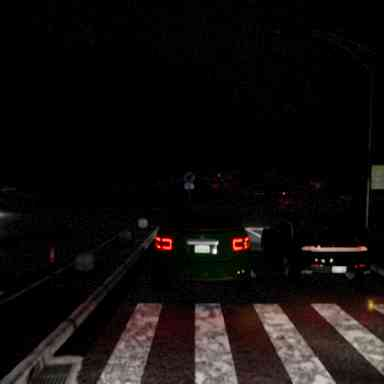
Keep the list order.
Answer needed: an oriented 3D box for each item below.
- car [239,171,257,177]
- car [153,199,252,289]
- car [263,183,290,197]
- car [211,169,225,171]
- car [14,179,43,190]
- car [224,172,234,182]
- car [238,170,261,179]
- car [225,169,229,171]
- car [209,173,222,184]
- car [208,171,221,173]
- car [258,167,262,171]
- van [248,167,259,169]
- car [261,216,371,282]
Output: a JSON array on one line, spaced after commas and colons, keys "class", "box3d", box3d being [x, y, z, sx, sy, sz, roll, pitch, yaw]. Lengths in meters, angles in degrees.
[{"class": "car", "box3d": [15.582, -4.985, 91.795, 4.792, 1.488, 2.163, 1, 6, 11]}, {"class": "car", "box3d": [0.266, 1.187, 9.242, 2.150, 2.045, 5.566, 0, 1, 1]}, {"class": "car", "box3d": [9.712, -0.291, 38.328, 1.837, 1.490, 4.892, 2, 4, -5]}, {"class": "car", "box3d": [6.733, -4.472, 86.482, 1.882, 1.535, 5.008, 1, 6, 10]}, {"class": "car", "box3d": [-24.811, -1.183, 50.458, 5.008, 1.535, 1.882, 2, 5, 28]}, {"class": "car", "box3d": [7.677, -2.809, 69.311, 1.812, 1.442, 4.674, 0, 5, 3]}, {"class": "car", "box3d": [13.674, -3.974, 81.025, 4.892, 1.521, 2.231, 1, 5, 10]}, {"class": "car", "box3d": [10.563, -4.852, 90.841, 2.128, 1.511, 4.902, 1, 6, 11]}, {"class": "car", "box3d": [4.456, -2.421, 64.984, 1.837, 1.490, 4.892, 0, 6, 1]}, {"class": "car", "box3d": [5.038, -3.492, 76.187, 1.882, 1.535, 5.008, 0, 5, 7]}, {"class": "car", "box3d": [15.148, -5.002, 89.088, 5.566, 2.045, 2.435, 1, 6, 10]}, {"class": "van", "box3d": [14.530, -4.719, 86.424, 4.442, 1.987, 1.878, 1, 6, 10]}, {"class": "car", "box3d": [3.281, 1.454, 9.724, 2.128, 1.511, 4.902, 0, 1, 1]}]
